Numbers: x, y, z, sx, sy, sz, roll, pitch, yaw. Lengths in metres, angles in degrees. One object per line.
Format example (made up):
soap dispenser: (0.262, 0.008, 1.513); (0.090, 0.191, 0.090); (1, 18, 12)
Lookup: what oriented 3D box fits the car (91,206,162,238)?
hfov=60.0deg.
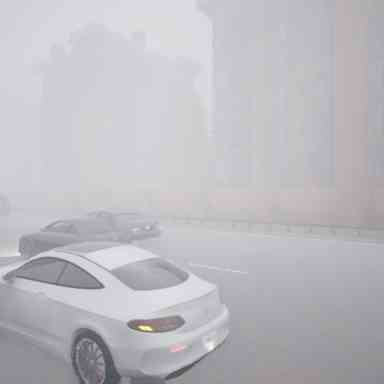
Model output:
car: (-3.883, 1.547, 15.353); (5.357, 1.411, 2.033); (0, 0, 35)

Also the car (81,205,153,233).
car: (-4.597, 1.565, 20.161); (4.181, 1.385, 1.994); (0, 0, 35)

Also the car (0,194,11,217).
car: (-18.670, 1.222, 30.184); (5.566, 2.045, 2.150); (0, 0, 35)

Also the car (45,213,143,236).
car: (-3.927, 1.564, 11.089); (4.181, 1.385, 1.994); (0, 0, 35)

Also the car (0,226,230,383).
car: (-1.663, 1.526, 5.176); (4.674, 1.442, 1.812); (0, 0, 35)
